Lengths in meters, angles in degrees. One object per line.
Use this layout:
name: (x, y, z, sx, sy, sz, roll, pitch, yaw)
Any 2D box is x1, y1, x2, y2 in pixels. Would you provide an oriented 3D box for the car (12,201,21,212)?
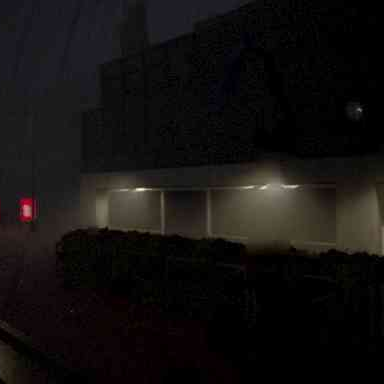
car: (-24.343, 1.993, 44.573, 1.882, 1.535, 5.008, -1, 0, 14)

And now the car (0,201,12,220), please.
car: (-18.242, 1.712, 29.506, 2.097, 1.767, 4.553, 0, 0, -8)

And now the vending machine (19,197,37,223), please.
vending machine: (-13.974, 1.509, 28.354, 1.100, 2.100, 0.880, 0, 0, -9)
